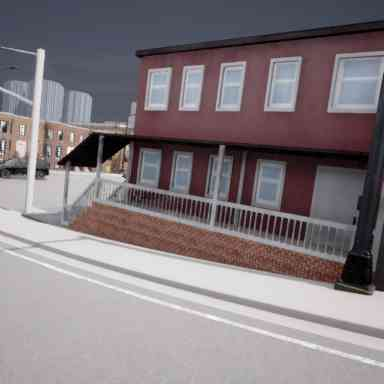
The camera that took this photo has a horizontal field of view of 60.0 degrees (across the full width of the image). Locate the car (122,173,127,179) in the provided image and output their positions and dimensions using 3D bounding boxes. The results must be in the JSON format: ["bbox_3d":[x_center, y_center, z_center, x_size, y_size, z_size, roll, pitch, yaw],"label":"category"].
[{"bbox_3d":[-8.505,-2.494,50.000,1.994,1.385,4.181,10,6,36],"label":"car"}]

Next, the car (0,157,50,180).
[{"bbox_3d":[-16.800,-2.333,32.495,2.150,2.045,5.566,10,7,36],"label":"car"}]
